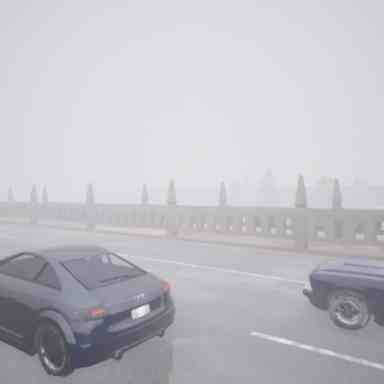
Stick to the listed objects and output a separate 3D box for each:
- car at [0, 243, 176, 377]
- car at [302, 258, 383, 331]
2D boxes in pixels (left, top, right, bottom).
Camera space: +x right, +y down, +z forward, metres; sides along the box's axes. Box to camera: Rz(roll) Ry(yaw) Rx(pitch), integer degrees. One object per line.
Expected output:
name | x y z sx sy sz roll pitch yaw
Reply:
car | -2.322 1.588 5.646 4.181 1.385 1.994 0 0 35
car | 4.295 1.598 5.229 4.718 1.301 1.895 0 0 35
